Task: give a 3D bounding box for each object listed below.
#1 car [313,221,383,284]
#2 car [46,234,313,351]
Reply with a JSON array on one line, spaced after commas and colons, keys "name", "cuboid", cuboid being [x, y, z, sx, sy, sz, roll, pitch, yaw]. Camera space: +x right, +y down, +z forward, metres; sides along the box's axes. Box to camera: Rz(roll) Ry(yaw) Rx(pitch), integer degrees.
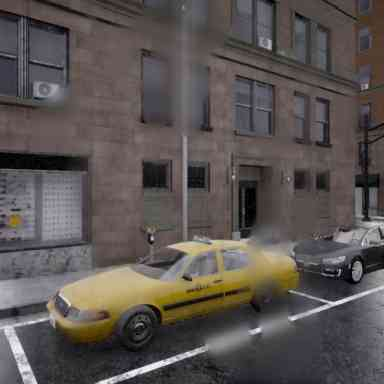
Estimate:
[{"name": "car", "cuboid": [4.602, 1.551, 9.459, 4.403, 1.369, 2.008, 0, 0, -35]}, {"name": "car", "cuboid": [-0.033, 1.525, 6.161, 4.829, 1.417, 1.752, 0, 0, -35]}]
